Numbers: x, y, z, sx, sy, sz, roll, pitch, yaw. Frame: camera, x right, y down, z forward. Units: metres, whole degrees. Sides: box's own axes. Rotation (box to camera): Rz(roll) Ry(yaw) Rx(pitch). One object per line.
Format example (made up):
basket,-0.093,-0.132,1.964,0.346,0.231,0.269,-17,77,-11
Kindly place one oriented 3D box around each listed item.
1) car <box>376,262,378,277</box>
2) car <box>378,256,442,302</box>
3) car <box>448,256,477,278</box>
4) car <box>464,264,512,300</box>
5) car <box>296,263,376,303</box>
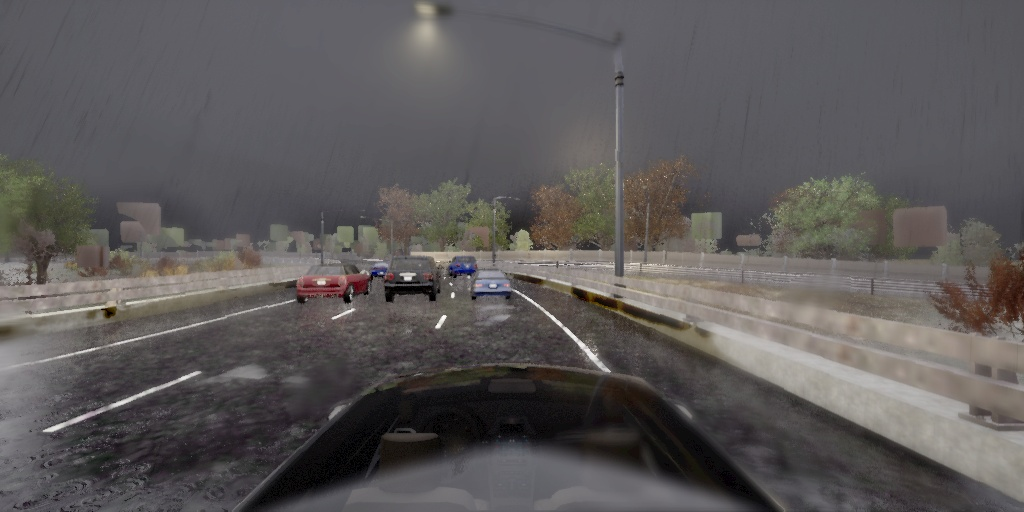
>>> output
car,-11.335,1.233,31.669,1.882,1.535,5.008,0,0,-16
car,-4.635,1.006,17.310,2.150,2.045,5.566,0,0,-8
car,-4.627,1.006,33.669,2.150,2.045,5.566,0,0,-16
car,-1.167,1.311,17.780,2.033,1.411,5.357,0,0,-8
car,-8.091,1.114,16.751,2.097,1.767,4.553,0,0,-8
